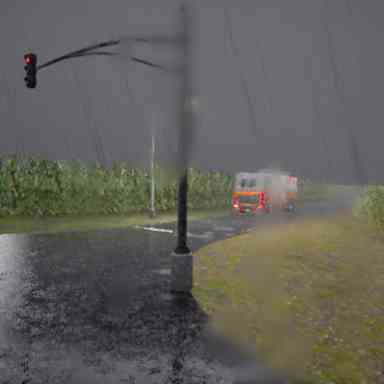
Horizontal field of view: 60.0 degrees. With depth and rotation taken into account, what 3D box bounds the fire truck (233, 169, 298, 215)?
[{"bbox_3d":[6.871,-0.010,30.069,2.891,3.827,8.468,1,1,35],"label":"fire truck"}]
